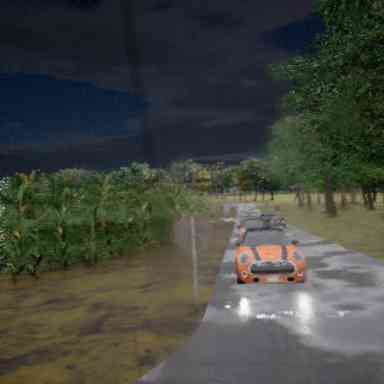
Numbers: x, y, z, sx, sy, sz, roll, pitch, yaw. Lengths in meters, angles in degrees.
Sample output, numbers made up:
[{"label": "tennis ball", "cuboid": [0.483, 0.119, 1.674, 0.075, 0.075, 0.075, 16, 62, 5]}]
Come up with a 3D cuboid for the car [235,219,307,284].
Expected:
[{"label": "car", "cuboid": [2.670, 2.086, 11.971, 2.097, 1.767, 4.553, -3, -3, 8]}]

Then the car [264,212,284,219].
[{"label": "car", "cuboid": [9.338, 3.241, 37.151, 2.033, 1.411, 5.357, -3, -3, 8]}]

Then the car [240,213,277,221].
[{"label": "car", "cuboid": [4.126, 2.558, 21.906, 2.097, 1.767, 4.553, -3, -3, 8]}]

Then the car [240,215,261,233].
[{"label": "car", "cuboid": [5.986, 3.244, 34.513, 1.837, 1.490, 4.892, -3, -3, 8]}]
